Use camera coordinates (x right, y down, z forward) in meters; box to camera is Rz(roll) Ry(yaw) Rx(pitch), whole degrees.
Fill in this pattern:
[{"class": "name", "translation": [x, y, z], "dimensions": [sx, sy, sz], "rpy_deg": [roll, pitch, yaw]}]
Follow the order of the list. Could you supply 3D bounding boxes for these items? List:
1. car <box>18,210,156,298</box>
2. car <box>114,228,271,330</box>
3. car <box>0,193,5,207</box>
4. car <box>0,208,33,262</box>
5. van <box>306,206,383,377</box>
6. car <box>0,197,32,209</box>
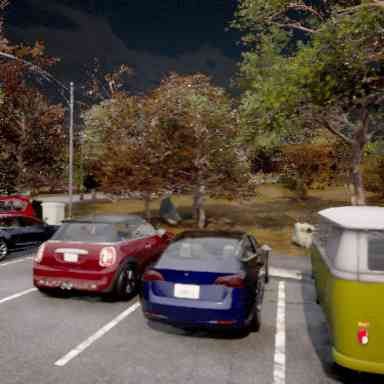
[{"class": "car", "translation": [-1.862, 1.361, 8.728], "dimensions": [2.185, 1.767, 4.553], "rpy_deg": [0, -1, 15]}, {"class": "car", "translation": [0.548, 1.516, 7.073], "dimensions": [2.163, 1.488, 4.792], "rpy_deg": [0, -1, 16]}, {"class": "car", "translation": [-21.137, 0.939, 32.888], "dimensions": [1.994, 1.385, 4.181], "rpy_deg": [1, 4, 36]}, {"class": "car", "translation": [-6.644, 1.521, 12.205], "dimensions": [2.163, 1.488, 4.792], "rpy_deg": [0, -1, 16]}, {"class": "van", "translation": [2.963, 1.261, 5.448], "dimensions": [1.878, 1.987, 4.442], "rpy_deg": [0, -1, 16]}, {"class": "car", "translation": [-9.046, 1.241, 13.861], "dimensions": [2.435, 2.045, 5.566], "rpy_deg": [1, -1, 16]}]
